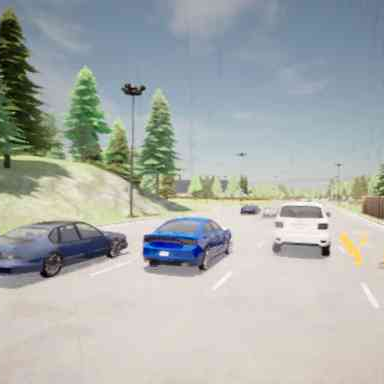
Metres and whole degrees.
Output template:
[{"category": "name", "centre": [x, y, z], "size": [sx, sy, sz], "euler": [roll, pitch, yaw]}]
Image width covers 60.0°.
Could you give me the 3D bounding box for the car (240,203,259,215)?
[{"category": "car", "centre": [7.597, 2.170, 43.282], "size": [1.994, 1.385, 4.181], "euler": [1, -1, 20]}]

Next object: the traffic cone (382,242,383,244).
[{"category": "traffic cone", "centre": [9.642, 2.298, 16.504], "size": [0.340, 0.580, 0.340], "euler": [1, -1, 20]}]

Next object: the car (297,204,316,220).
[{"category": "car", "centre": [12.600, 2.138, 36.462], "size": [1.812, 1.442, 4.674], "euler": [1, -1, 20]}]

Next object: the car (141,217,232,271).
[{"category": "car", "centre": [0.052, 1.609, 11.650], "size": [1.882, 1.535, 5.008], "euler": [1, -1, 20]}]

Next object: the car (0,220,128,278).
[{"category": "car", "centre": [-4.093, 1.598, 10.438], "size": [2.033, 1.411, 5.357], "euler": [1, -1, 20]}]

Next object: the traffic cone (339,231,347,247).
[{"category": "traffic cone", "centre": [7.087, 2.243, 15.291], "size": [0.340, 0.580, 0.340], "euler": [1, -1, 20]}]

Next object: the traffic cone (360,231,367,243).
[{"category": "traffic cone", "centre": [8.700, 2.286, 16.839], "size": [0.340, 0.580, 0.340], "euler": [1, -1, 20]}]

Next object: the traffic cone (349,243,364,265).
[{"category": "traffic cone", "centre": [5.745, 2.179, 11.523], "size": [0.340, 0.580, 0.340], "euler": [1, -1, 20]}]

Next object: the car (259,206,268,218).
[{"category": "car", "centre": [8.867, 2.152, 36.413], "size": [1.895, 1.301, 4.718], "euler": [1, -1, 20]}]

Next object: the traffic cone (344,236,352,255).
[{"category": "traffic cone", "centre": [6.416, 2.211, 13.407], "size": [0.340, 0.580, 0.340], "euler": [1, -1, 20]}]

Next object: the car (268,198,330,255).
[{"category": "car", "centre": [4.934, 1.469, 14.920], "size": [2.150, 2.045, 5.566], "euler": [1, -1, 20]}]
